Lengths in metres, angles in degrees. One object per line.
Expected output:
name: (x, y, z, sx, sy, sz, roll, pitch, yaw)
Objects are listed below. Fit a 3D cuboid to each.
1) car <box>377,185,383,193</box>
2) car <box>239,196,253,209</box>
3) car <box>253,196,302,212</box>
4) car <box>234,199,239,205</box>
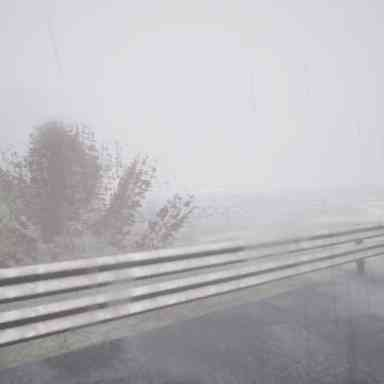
car: (29.935, -0.425, 49.487, 4.892, 1.490, 1.837, -4, 2, -16)
car: (8.624, 1.153, 39.859, 5.008, 1.535, 1.882, -4, 2, -16)
car: (9.681, 1.221, 36.522, 4.902, 1.511, 2.128, -4, 2, -16)
car: (7.588, 1.183, 43.204, 4.181, 1.385, 1.994, -4, 2, -16)
